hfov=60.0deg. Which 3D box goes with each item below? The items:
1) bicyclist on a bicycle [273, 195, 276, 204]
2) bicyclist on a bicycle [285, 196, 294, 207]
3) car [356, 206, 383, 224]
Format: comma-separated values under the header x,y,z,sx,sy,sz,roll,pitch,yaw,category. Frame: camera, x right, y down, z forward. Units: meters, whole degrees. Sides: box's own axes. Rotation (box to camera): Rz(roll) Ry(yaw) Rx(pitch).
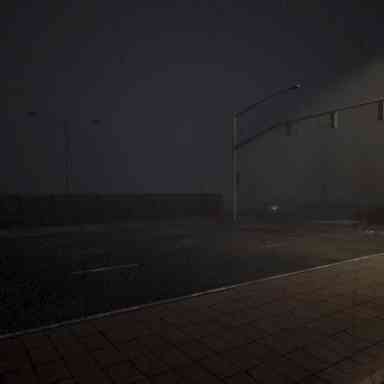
x,y,z,sx,sy,sz,roll,pitch,yaw,category
13.415,1.300,54.019,0.582,1.620,1.656,0,0,22,bicyclist on a bicycle
14.378,1.453,49.104,1.656,1.620,0.582,0,0,-22,bicyclist on a bicycle
13.668,1.525,22.555,1.812,1.442,4.674,0,0,-38,car
